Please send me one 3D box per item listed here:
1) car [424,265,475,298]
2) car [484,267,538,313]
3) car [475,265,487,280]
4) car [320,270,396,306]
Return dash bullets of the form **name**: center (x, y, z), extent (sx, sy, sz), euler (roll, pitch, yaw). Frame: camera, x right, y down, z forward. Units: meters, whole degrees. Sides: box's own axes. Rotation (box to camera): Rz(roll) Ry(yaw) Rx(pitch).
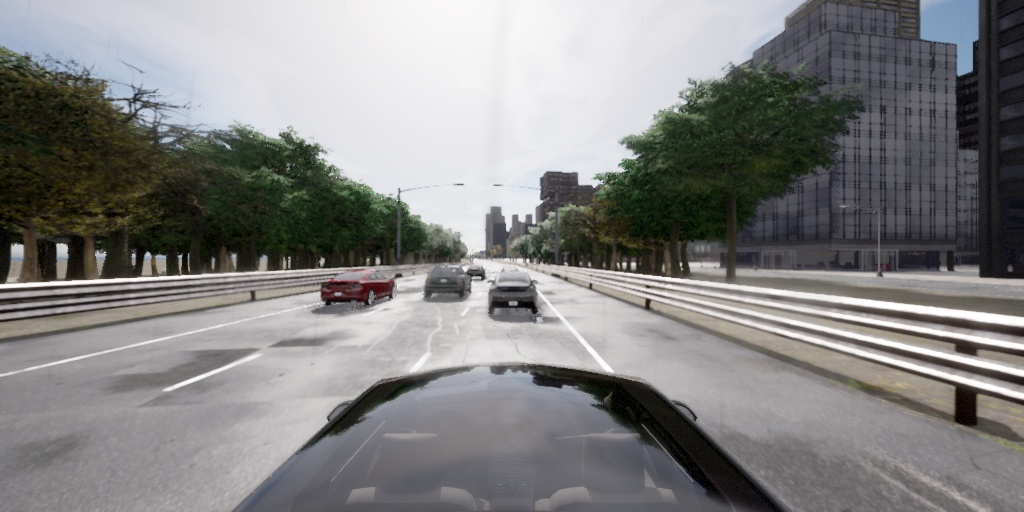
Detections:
- **car**: center (-3.515, 1.324, 20.483), extent (2.097, 1.767, 4.553), euler (0, -1, -1)
- **car**: center (0.028, 1.410, 14.897), extent (1.837, 1.490, 4.892), euler (0, 0, 0)
- **car**: center (-3.749, 1.687, 37.679), extent (1.837, 1.490, 4.892), euler (0, -1, -1)
- **car**: center (-6.984, 1.406, 16.832), extent (1.882, 1.535, 5.008), euler (0, -1, 0)
